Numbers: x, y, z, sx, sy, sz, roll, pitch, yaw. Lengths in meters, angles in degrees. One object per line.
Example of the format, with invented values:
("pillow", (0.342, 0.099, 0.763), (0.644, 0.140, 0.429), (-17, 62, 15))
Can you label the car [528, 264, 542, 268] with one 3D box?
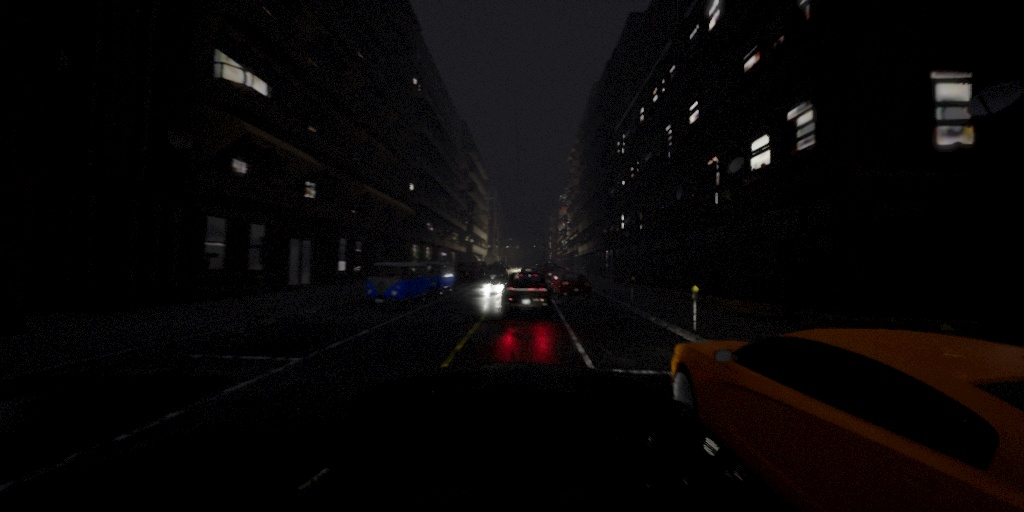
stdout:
("car", (1.501, 1.733, 33.020), (2.033, 1.411, 5.357), (1, -1, 3))

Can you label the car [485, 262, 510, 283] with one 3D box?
("car", (-1.468, 1.601, 32.231), (2.128, 1.511, 4.902), (1, -1, 3))

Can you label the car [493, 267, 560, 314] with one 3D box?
("car", (0.621, 1.417, 14.887), (2.128, 1.511, 4.902), (1, -1, 3))

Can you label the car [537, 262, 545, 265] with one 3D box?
("car", (4.371, 1.694, 42.441), (2.192, 1.841, 5.009), (0, 0, 3))

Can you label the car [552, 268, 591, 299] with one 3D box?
("car", (3.339, 1.601, 20.344), (1.888, 1.381, 4.507), (0, 0, 3))

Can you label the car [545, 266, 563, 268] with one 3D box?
("car", (3.605, 1.680, 25.867), (1.888, 1.381, 4.507), (0, 0, 3))

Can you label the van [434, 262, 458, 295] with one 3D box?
("van", (-4.530, 1.229, 20.789), (1.690, 1.789, 3.998), (0, 0, 3))

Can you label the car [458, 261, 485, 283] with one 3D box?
("car", (-3.997, 1.362, 31.835), (2.192, 1.841, 5.009), (0, 0, 3))

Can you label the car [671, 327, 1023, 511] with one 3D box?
("car", (2.954, 1.305, 2.784), (1.882, 1.535, 5.008), (1, -1, 3))

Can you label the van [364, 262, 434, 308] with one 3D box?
("van", (-4.797, 1.151, 15.264), (1.690, 1.789, 3.998), (0, 0, 3))

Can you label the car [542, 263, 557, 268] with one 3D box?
("car", (3.879, 1.656, 31.392), (1.967, 1.591, 4.097), (0, 0, 3))
